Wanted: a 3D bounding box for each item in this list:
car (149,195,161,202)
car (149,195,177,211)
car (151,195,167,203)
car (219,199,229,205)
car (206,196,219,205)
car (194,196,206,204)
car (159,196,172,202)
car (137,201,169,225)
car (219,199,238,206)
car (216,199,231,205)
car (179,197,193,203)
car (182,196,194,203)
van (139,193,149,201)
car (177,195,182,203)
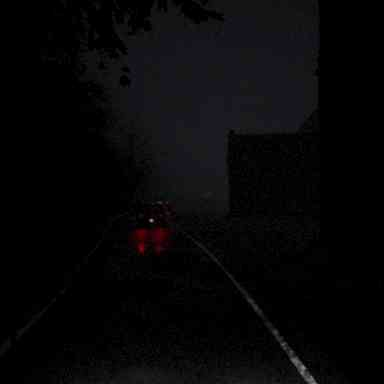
[{"bbox_3d":[-9.442,1.617,84.645,2.002,1.452,4.674,4,-2,-21],"label":"car"},{"bbox_3d":[-3.481,1.393,40.225,2.097,1.767,4.553,0,-1,4],"label":"car"},{"bbox_3d":[-7.060,1.414,71.496,2.163,1.488,4.792,4,-2,-21],"label":"car"},{"bbox_3d":[5.880,2.235,76.595,2.231,1.521,4.892,3,-1,-21],"label":"car"},{"bbox_3d":[3.288,1.829,75.616,2.435,2.045,5.566,4,-1,-21],"label":"car"},{"bbox_3d":[0.690,1.917,74.561,2.097,1.535,5.008,4,-1,-21],"label":"car"},{"bbox_3d":[-6.855,1.797,85.660,2.002,1.452,4.674,4,-2,-21],"label":"car"},{"bbox_3d":[-2.922,1.532,23.369,1.895,1.301,4.718,0,0,-9],"label":"car"},{"bbox_3d":[8.471,2.407,77.587,2.163,1.488,4.792,3,-1,-21],"label":"car"},{"bbox_3d":[8.709,2.648,91.756,2.097,1.535,5.008,3,-1,-21],"label":"car"},{"bbox_3d":[-1.618,2.099,87.910,1.946,1.575,5.366,3,-1,-21],"label":"car"},{"bbox_3d":[-1.898,1.619,73.585,2.185,1.767,4.553,4,-2,-21],"label":"car"},{"bbox_3d":[-11.863,1.180,83.557,1.878,1.987,4.442,4,-1,-22],"label":"van"},{"bbox_3d":[-4.495,1.594,72.564,2.163,1.488,4.792,4,-2,-21],"label":"car"}]
